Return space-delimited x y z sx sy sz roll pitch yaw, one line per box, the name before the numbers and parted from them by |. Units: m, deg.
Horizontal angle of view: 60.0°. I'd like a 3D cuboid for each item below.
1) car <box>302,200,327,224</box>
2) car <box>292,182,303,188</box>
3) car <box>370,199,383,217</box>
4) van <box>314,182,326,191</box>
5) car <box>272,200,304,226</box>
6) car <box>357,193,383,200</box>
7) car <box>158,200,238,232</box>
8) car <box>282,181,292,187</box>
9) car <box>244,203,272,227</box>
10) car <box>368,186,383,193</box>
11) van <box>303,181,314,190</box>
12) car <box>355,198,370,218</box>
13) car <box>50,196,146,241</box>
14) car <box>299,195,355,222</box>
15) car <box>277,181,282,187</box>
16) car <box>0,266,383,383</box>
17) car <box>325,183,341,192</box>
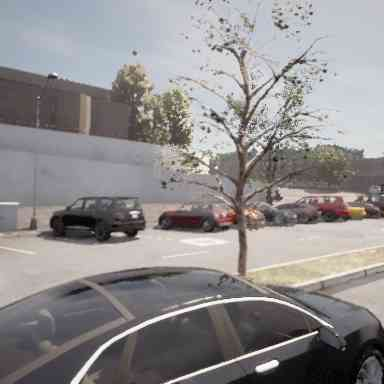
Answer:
car | 7.404 1.568 25.512 4.792 1.488 2.163 -1 -1 35
car | 27.616 -1.596 83.511 1.946 1.575 5.366 7 3 35
car | 14.776 1.624 30.710 4.674 1.452 2.002 -1 -1 35
van | 30.917 -1.276 78.307 1.878 1.987 4.442 7 3 35
car | 4.984 1.527 23.766 4.892 1.521 2.231 -1 -1 35
car | 17.205 1.348 32.467 5.566 2.045 2.435 -1 -1 35
car | 0.121 1.378 20.258 4.553 1.767 2.185 -1 -1 35
car | 25.786 -1.828 85.832 2.002 1.452 4.674 7 3 35
car | 2.517 1.389 22.042 4.553 1.767 2.185 -1 -1 35
car | 37.881 -0.211 68.555 2.435 2.045 5.566 7 3 35
van | 29.189 -1.549 80.779 1.878 1.987 4.442 7 3 35
car | 12.170 1.568 29.083 5.366 1.575 1.946 -1 -1 35
car | -4.820 1.242 16.809 5.566 2.045 2.435 -1 -1 35
car | 9.850 1.302 27.257 5.566 2.045 2.435 -1 -1 35
car | 24.045 -2.102 88.296 2.002 1.452 4.674 7 3 35
car | 0.015 1.505 3.143 4.892 1.490 1.837 0 0 -35
car | 32.674 -0.778 75.943 2.231 1.521 4.892 7 3 35
